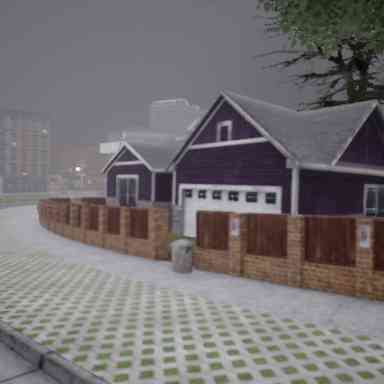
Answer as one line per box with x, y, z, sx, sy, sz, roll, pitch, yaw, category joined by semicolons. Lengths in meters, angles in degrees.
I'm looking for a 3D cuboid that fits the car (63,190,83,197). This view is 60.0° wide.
-20.620;0.465;58.225;1.882;1.535;5.008;2;2;10;car
